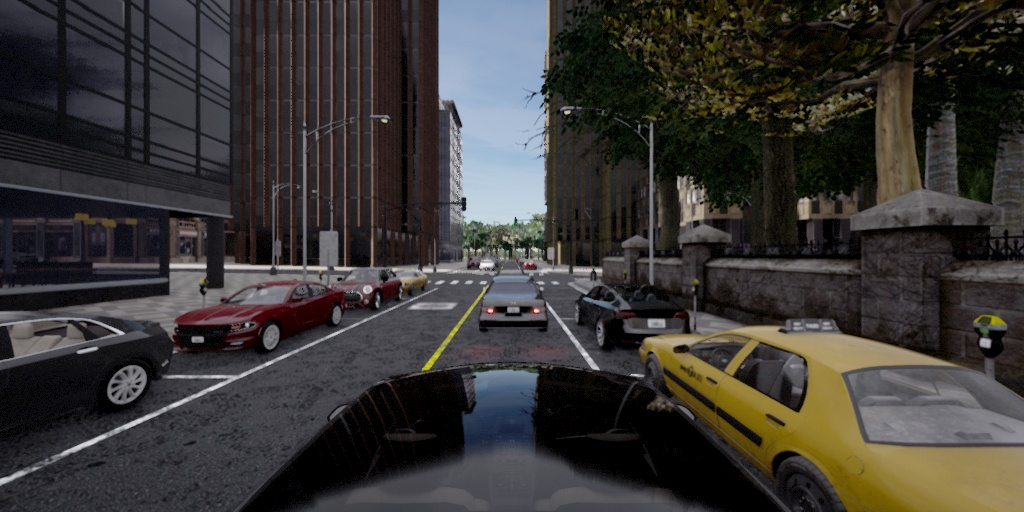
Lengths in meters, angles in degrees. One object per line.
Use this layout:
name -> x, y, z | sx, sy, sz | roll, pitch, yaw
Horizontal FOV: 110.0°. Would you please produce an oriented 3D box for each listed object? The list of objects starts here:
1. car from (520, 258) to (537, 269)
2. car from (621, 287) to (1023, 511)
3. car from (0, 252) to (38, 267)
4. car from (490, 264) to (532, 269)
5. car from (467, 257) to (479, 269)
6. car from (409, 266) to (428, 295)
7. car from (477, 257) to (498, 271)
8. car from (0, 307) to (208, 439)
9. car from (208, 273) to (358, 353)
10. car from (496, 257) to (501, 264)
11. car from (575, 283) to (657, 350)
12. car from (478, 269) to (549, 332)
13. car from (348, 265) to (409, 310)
car -> 2.573, 1.174, 51.756 | 1.967, 1.591, 4.097 | 0, 0, 0
car -> 2.757, 1.274, 3.588 | 1.751, 1.417, 4.829 | 0, 0, 0
car -> -48.350, 0.326, 34.140 | 4.902, 1.511, 2.128 | 1, 0, 0
car -> -0.070, 1.342, 20.482 | 1.895, 1.301, 4.718 | 0, 0, 0
car -> -5.973, 1.049, 57.161 | 2.192, 1.841, 5.009 | 0, 0, 0
car -> -5.829, 1.267, 19.584 | 1.751, 1.417, 4.829 | 0, 0, 0
car -> -3.269, 1.261, 47.993 | 1.812, 1.442, 4.674 | 0, 0, 0
car -> -5.767, 1.299, 3.383 | 2.007, 1.370, 4.403 | 0, 0, 0
car -> -5.788, 1.291, 8.840 | 1.888, 1.381, 4.507 | 0, 0, 0
car -> -3.301, 1.086, 60.344 | 2.097, 1.767, 4.553 | 0, 0, 0
car -> 2.737, 1.312, 8.874 | 1.948, 1.339, 4.313 | 0, 0, 0
car -> 0.037, 1.293, 10.837 | 2.033, 1.411, 5.357 | 0, 0, 0
car -> -5.809, 1.183, 14.297 | 1.967, 1.591, 4.097 | 0, 0, 0
